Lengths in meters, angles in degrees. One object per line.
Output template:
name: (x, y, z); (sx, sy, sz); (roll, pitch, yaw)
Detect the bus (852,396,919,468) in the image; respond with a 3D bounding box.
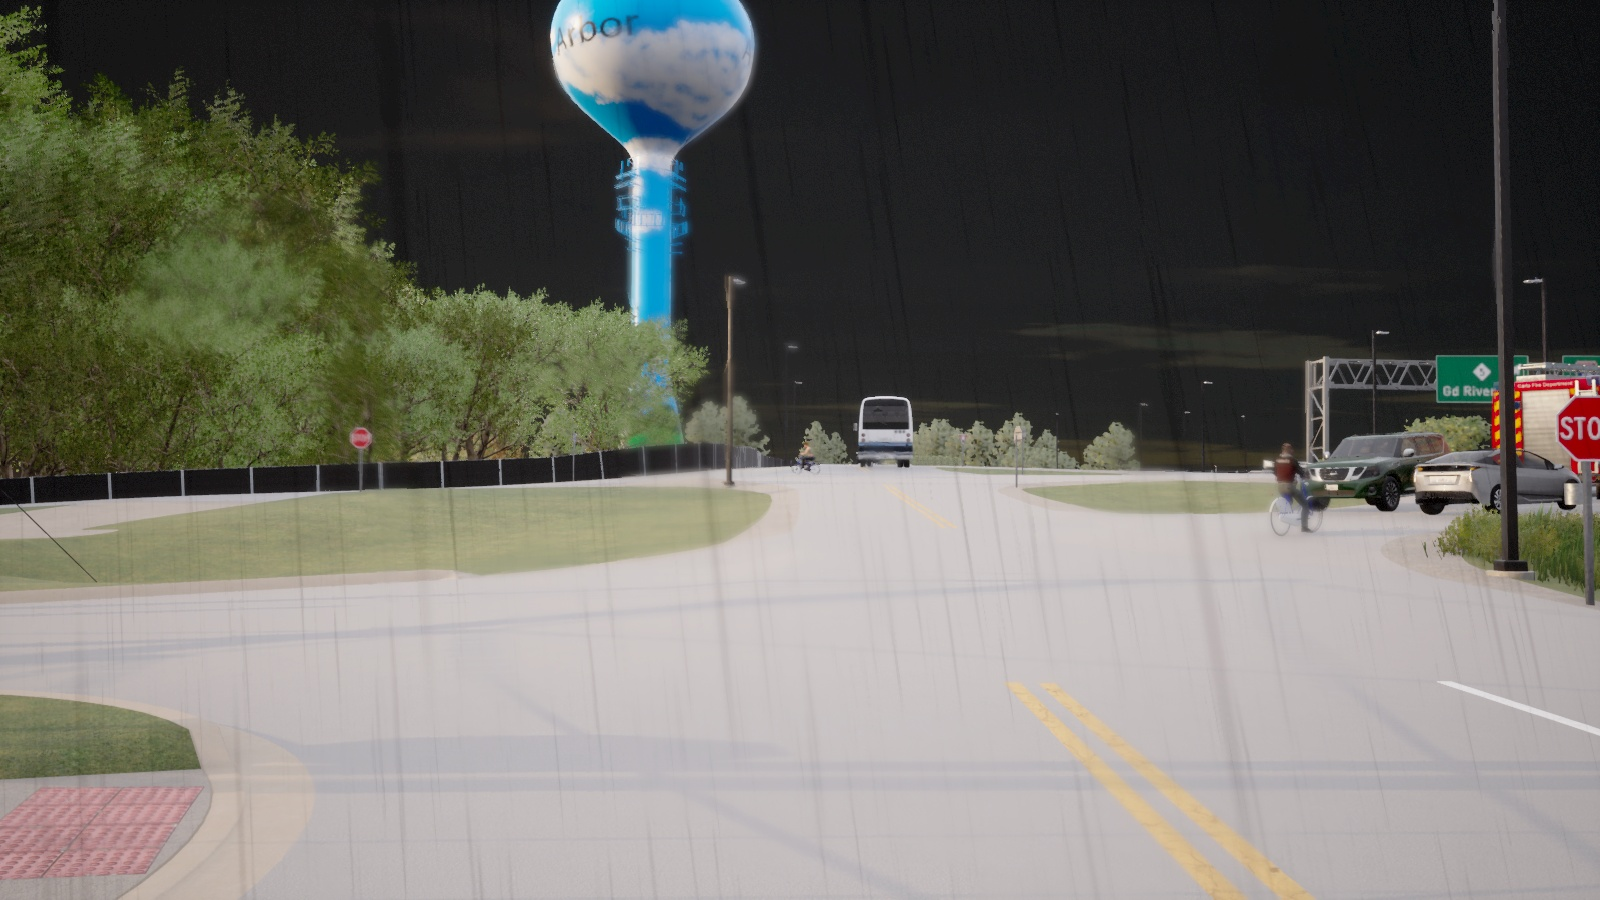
bus: (5.389, -1.094, 79.886); (3.944, 4.253, 10.273); (0, 0, 3)

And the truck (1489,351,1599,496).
truck: (23.793, -0.750, 36.925); (8.468, 3.827, 2.891); (-2, -1, -38)

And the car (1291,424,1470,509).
car: (15.787, 0.425, 33.992); (5.566, 2.045, 2.150); (-2, -1, -40)

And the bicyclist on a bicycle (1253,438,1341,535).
bicyclist on a bicycle: (9.644, 0.688, 24.331); (1.843, 1.776, 0.659); (-2, -1, -38)

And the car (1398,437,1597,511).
car: (16.543, 0.550, 29.740); (4.514, 1.525, 2.007); (-2, -1, -30)

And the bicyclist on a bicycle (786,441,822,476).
bicyclist on a bicycle: (0.203, 0.415, 61.715); (1.509, 1.612, 0.866); (0, 3, 22)
